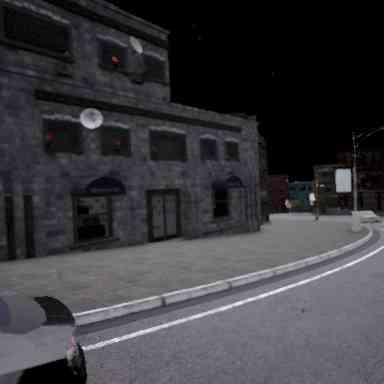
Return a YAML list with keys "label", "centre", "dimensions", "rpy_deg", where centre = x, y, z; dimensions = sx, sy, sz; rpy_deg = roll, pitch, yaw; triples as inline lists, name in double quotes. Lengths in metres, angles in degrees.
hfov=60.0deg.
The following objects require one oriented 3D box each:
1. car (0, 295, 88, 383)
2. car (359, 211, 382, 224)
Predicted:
- label: "car"
  centre: [-3.160, 1.511, 1.988]
  dimensions: [4.902, 1.511, 2.128]
  rpy_deg: [0, -1, -36]
- label: "car"
  centre: [20.727, 2.946, 39.492]
  dimensions: [1.812, 1.442, 4.674]
  rpy_deg: [-3, -3, 10]
